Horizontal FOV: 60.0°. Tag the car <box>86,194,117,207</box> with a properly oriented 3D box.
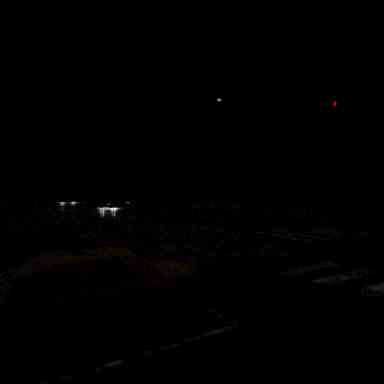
[{"bbox_3d":[-10.165,0.892,36.903,2.033,1.411,5.357,0,1,-35],"label":"car"}]

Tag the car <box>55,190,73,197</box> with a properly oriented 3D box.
[{"bbox_3d":[-19.196,0.258,49.866,1.812,1.442,4.674,0,1,-35],"label":"car"}]

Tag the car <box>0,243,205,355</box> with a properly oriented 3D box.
[{"bbox_3d":[-2.059,1.525,5.172,4.829,1.417,1.752,0,0,-35],"label":"car"}]
